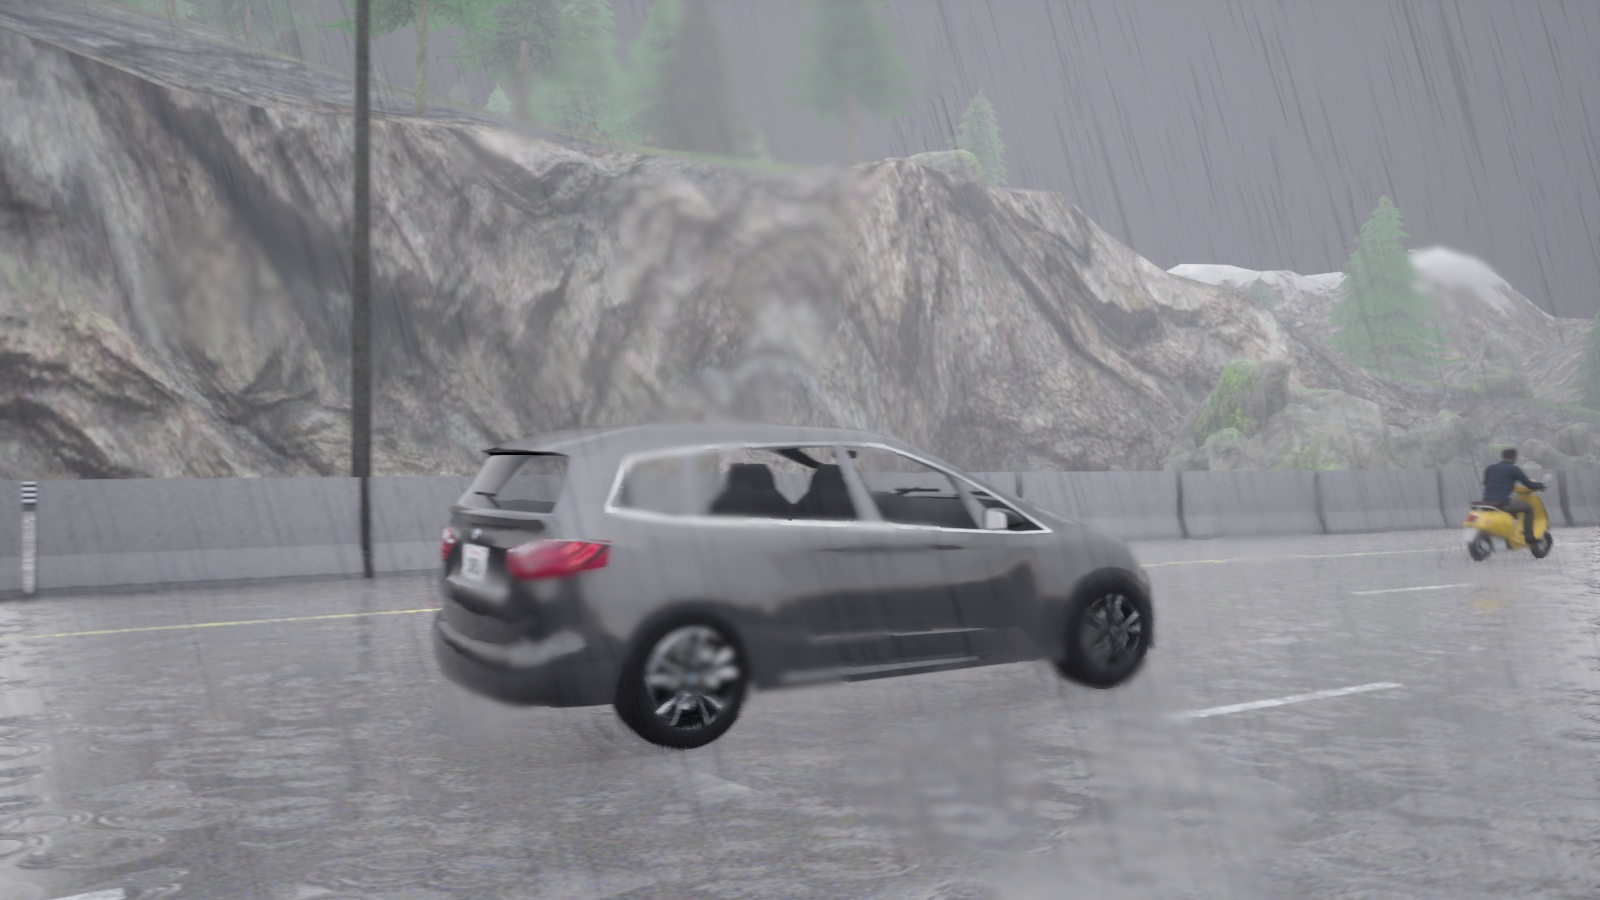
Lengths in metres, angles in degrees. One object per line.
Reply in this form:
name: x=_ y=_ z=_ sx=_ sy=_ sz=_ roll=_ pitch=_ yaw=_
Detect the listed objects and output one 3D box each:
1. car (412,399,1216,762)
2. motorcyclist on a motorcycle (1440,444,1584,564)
car: x=0.180 y=0.606 z=7.956 sx=4.611 sy=1.667 sz=2.242 roll=0 pitch=0 yaw=-32
motorcyclist on a motorcycle: x=9.918 y=0.717 z=17.485 sx=1.817 sy=1.590 sz=0.866 roll=0 pitch=1 yaw=-27
